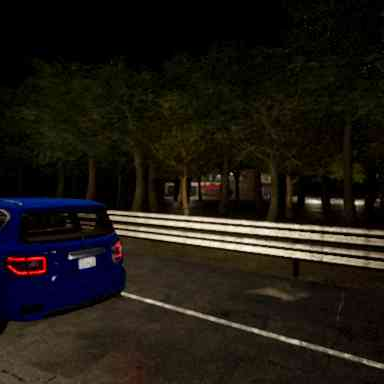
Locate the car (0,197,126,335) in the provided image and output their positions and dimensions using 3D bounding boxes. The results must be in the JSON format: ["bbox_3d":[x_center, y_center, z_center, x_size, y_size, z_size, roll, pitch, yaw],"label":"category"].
[{"bbox_3d":[-3.750,1.110,6.548,5.566,2.045,2.150,1,1,36],"label":"car"}]
